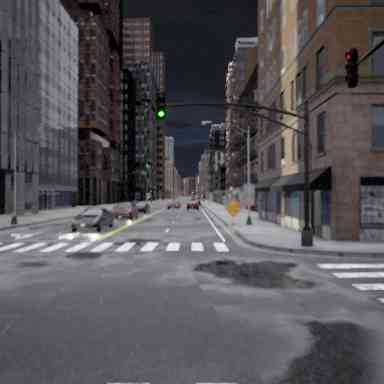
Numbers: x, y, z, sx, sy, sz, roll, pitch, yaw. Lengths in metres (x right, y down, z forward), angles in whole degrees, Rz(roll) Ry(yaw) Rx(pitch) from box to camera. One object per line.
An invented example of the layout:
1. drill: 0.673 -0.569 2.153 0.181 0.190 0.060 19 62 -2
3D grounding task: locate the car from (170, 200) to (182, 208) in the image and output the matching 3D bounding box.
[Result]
1. car: -3.150 2.367 66.764 2.033 1.411 5.357 0 -1 0

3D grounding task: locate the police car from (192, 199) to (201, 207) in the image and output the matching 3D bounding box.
1. police car: 0.979 2.323 72.889 1.930 1.638 5.238 0 -1 0

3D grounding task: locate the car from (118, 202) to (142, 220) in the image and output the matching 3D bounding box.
1. car: -6.595 1.749 32.787 2.097 1.767 4.553 0 -1 0

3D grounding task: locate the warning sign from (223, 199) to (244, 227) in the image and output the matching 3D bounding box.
1. warning sign: 2.855 1.390 22.782 1.300 1.860 1.060 0 0 0

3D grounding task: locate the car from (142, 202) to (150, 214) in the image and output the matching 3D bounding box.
1. car: -6.585 1.998 42.823 1.882 1.535 5.008 0 -1 0

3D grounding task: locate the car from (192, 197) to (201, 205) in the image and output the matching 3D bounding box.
1. car: 0.980 2.251 82.811 2.150 2.045 5.566 0 -1 0

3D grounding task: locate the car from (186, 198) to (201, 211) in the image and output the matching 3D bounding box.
1. car: 0.103 2.111 51.966 1.882 1.535 5.008 0 -1 0

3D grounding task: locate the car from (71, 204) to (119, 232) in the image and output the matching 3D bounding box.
1. car: -6.606 1.799 22.618 1.812 1.442 4.674 0 -1 2

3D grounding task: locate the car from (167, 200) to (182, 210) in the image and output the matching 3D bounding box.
1. car: -3.147 2.291 56.506 1.895 1.301 4.718 0 -1 0
